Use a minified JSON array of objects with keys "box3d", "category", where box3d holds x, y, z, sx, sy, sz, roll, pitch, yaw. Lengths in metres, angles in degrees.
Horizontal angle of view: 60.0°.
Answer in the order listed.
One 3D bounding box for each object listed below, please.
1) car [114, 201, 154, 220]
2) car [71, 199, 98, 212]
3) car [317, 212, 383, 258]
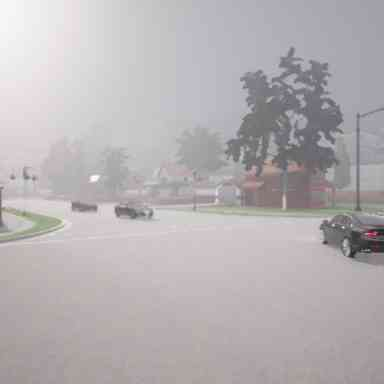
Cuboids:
[{"box3d":[-5.121,1.536,29.172,2.128,1.511,4.902,0,0,-37],"category":"car"},{"box3d":[-12.723,1.522,39.252,1.882,1.535,5.008,0,0,-37],"category":"car"},{"box3d":[6.397,1.533,12.881,1.837,1.490,4.892,1,0,5],"category":"car"}]
